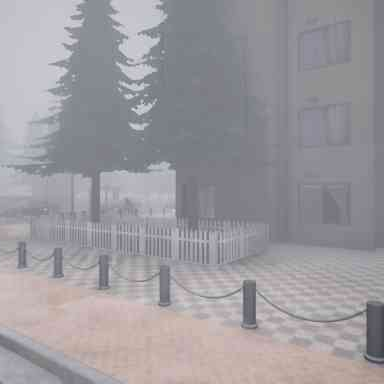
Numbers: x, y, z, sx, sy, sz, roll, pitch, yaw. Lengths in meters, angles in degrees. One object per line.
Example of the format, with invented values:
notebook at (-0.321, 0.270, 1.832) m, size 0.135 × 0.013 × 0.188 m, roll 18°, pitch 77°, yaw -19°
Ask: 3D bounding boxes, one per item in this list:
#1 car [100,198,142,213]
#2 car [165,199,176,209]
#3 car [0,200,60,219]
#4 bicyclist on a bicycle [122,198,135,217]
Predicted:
car at (-7.825, 1.462, 36.946) m, size 1.882 × 1.535 × 5.008 m, roll 0°, pitch 0°, yaw 37°
car at (-1.612, 1.510, 45.076) m, size 1.812 × 1.442 × 4.674 m, roll 0°, pitch 0°, yaw 37°
car at (-13.951, 1.476, 28.893) m, size 2.128 × 1.511 × 4.902 m, roll 0°, pitch 0°, yaw 37°
bicyclist on a bicycle at (-5.345, 1.285, 27.851) m, size 1.656 × 1.620 × 0.582 m, roll 0°, pitch 0°, yaw 37°
